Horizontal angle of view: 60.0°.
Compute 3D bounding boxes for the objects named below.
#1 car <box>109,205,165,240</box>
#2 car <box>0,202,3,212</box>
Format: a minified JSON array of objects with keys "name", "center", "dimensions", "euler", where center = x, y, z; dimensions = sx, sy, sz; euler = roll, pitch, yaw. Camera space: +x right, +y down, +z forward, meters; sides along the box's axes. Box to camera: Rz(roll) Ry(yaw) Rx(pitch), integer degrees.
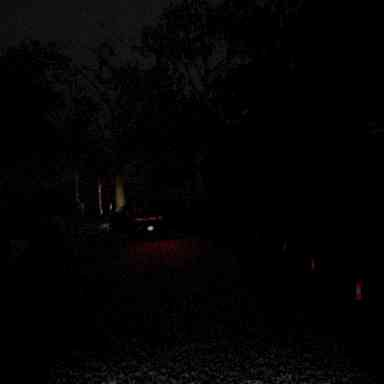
[{"name":"car","center":[-2.926,1.416,17.002],"dimensions":[2.128,1.511,4.902],"euler":[-2,1,-26]},{"name":"car","center":[-14.069,1.441,24.802],"dimensions":[4.674,1.442,1.812],"euler":[0,4,16]}]
